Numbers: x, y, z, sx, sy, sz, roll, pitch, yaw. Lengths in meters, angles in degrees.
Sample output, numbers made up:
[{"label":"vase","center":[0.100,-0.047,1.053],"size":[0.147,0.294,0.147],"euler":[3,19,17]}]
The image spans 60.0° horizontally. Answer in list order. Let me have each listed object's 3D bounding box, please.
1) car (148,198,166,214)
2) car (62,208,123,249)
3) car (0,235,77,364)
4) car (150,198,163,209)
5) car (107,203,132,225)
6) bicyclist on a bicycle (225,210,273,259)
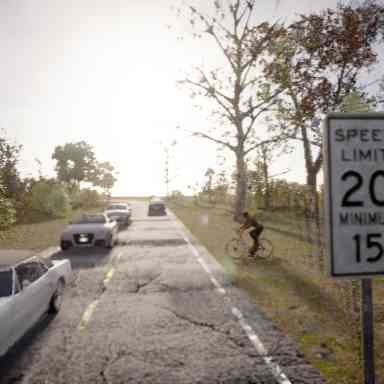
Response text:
[{"label":"car","center":[-4.040,1.603,38.044],"size":[1.882,1.535,5.008],"euler":[-1,0,-7]},{"label":"car","center":[-4.407,1.665,14.818],"size":[1.994,1.385,4.181],"euler":[-1,0,-7]},{"label":"car","center":[-3.317,1.672,4.967],"size":[1.895,1.301,4.718],"euler":[-1,0,-6]},{"label":"car","center":[-5.331,1.679,49.569],"size":[1.837,1.490,4.892],"euler":[-1,0,-6]},{"label":"car","center":[-5.513,1.627,24.784],"size":[2.128,1.511,4.902],"euler":[-1,0,-6]},{"label":"bicyclist on a bicycle","center":[1.923,1.441,11.135],"size":[1.656,1.620,0.582],"euler":[1,0,-6]}]
